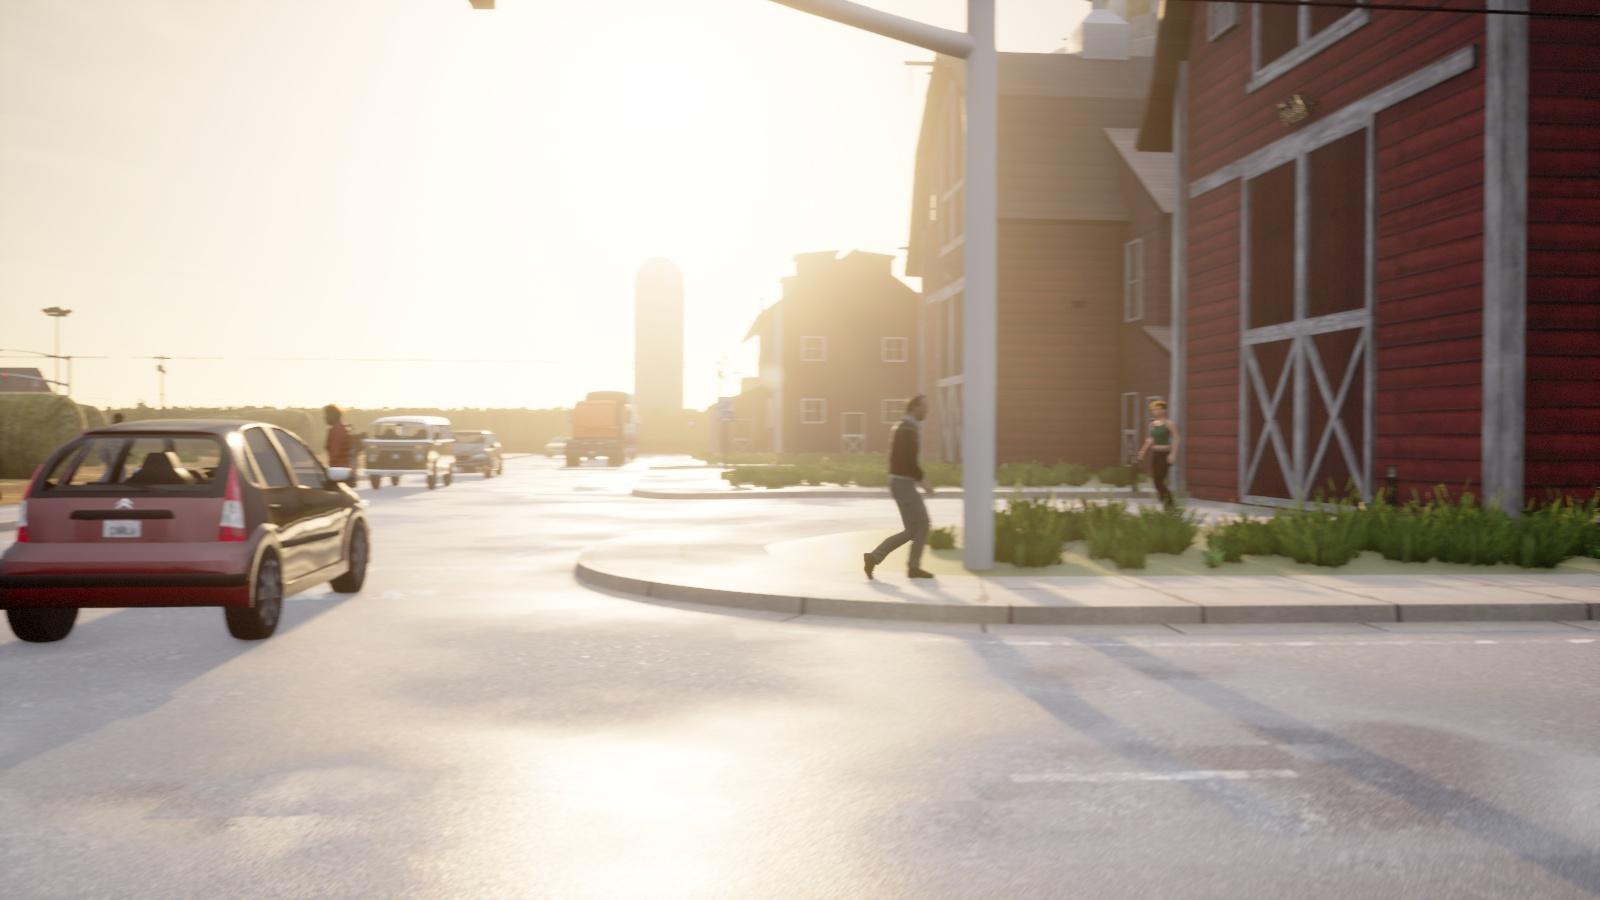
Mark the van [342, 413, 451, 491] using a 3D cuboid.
[{"bbox_3d":[-11.226,0.027,35.278,2.069,2.038,4.480,0,1,-6],"label":"van"}]

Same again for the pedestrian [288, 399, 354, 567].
[{"bbox_3d":[-5.333,0.362,13.986,0.636,1.846,0.331,0,1,-11],"label":"pedestrian"}]

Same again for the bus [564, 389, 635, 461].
[{"bbox_3d":[-12.712,-1.543,80.475,3.944,4.253,10.273,0,1,-6],"label":"bus"}]

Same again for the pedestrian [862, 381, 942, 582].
[{"bbox_3d":[0.952,0.291,11.794,0.720,1.854,0.376,0,1,4],"label":"pedestrian"}]

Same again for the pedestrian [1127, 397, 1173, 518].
[{"bbox_3d":[5.403,0.117,19.374,0.594,1.836,0.345,0,1,-29],"label":"pedestrian"}]

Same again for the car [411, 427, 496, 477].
[{"bbox_3d":[-12.290,0.032,44.808,2.242,1.667,4.611,0,1,-7],"label":"car"}]

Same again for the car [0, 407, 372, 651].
[{"bbox_3d":[-4.942,0.500,10.373,1.851,1.617,3.988,0,1,-6],"label":"car"}]

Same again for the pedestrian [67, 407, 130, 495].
[{"bbox_3d":[-15.128,0.023,27.098,0.900,1.855,0.874,0,1,-4],"label":"pedestrian"}]

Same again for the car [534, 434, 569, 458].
[{"bbox_3d":[-16.625,-0.291,84.176,1.801,1.575,5.366,0,1,-6],"label":"car"}]

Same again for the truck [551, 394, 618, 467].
[{"bbox_3d":[-10.889,-0.969,64.026,2.891,3.462,7.936,0,1,-6],"label":"truck"}]
